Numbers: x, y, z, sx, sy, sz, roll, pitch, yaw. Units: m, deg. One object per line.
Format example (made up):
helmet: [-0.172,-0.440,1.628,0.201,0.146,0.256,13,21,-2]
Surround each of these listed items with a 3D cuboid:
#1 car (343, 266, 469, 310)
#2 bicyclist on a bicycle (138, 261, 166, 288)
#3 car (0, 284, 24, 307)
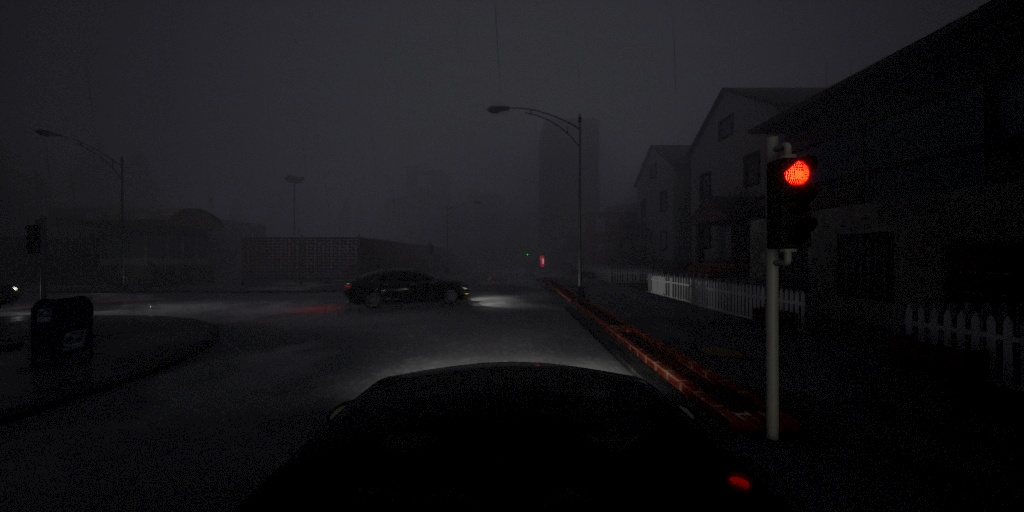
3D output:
car: [-4.184,1.257,14.604,4.892,1.490,1.837,-1,2,-22]
bicyclist on a bicycle: [-21.736,1.099,21.663,0.582,1.620,1.656,0,0,0]
car: [-21.497,1.351,13.267,4.718,1.301,1.895,0,0,0]
